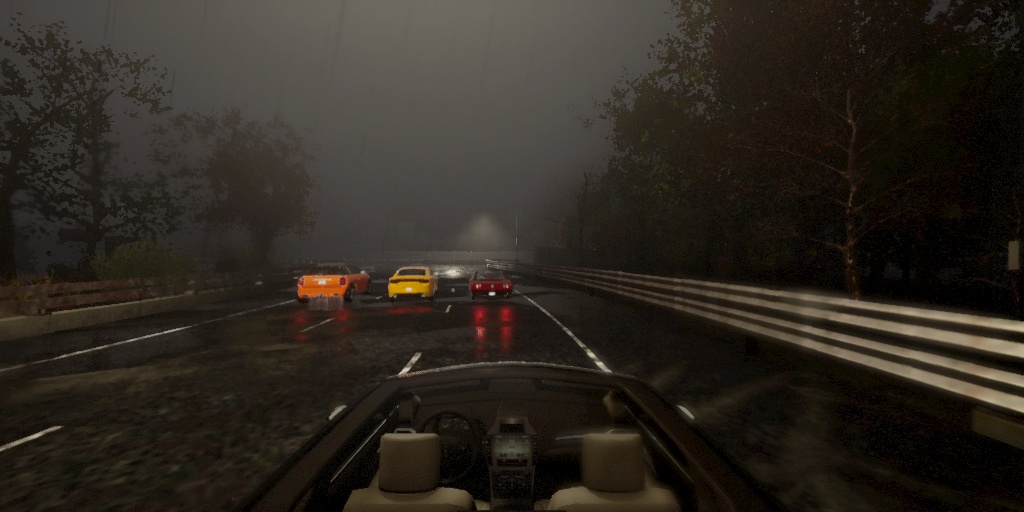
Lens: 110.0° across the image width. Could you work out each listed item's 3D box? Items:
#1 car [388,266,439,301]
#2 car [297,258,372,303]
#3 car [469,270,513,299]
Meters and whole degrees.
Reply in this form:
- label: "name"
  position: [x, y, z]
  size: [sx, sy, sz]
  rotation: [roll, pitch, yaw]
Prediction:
- label: "car"
  position: [-4.644, 1.233, 17.367]
  size: [1.882, 1.535, 5.008]
  rotation: [0, 0, -8]
- label: "car"
  position: [-8.103, 1.114, 16.835]
  size: [2.097, 1.767, 4.553]
  rotation: [0, 0, -8]
- label: "car"
  position: [-1.184, 1.364, 17.898]
  size: [1.895, 1.301, 4.718]
  rotation: [0, 0, -8]
